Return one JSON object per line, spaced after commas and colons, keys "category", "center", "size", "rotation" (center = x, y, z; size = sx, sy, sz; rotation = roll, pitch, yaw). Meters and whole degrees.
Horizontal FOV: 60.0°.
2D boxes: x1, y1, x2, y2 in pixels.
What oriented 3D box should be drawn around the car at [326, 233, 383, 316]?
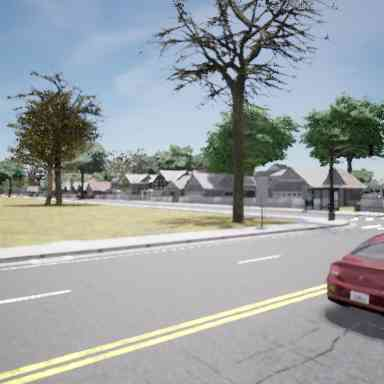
{"category": "car", "center": [4.569, 1.534, 6.692], "size": [4.674, 1.442, 1.812], "rotation": [0, 0, -36]}
